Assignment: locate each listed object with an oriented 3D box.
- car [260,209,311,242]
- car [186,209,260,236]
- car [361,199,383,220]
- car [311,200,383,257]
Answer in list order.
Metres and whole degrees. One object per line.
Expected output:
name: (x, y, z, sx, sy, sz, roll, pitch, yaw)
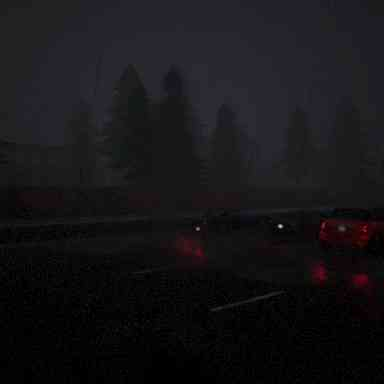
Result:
car: (5.706, 1.546, 16.450, 4.181, 1.385, 1.994, 0, 0, -35)
car: (2.125, 1.585, 18.208, 4.718, 1.301, 1.895, 0, 0, -35)
car: (16.771, 1.438, 28.637, 5.008, 1.535, 1.882, 0, 0, -35)
car: (7.112, 1.334, 13.157, 4.553, 1.767, 2.097, 0, 0, -35)
